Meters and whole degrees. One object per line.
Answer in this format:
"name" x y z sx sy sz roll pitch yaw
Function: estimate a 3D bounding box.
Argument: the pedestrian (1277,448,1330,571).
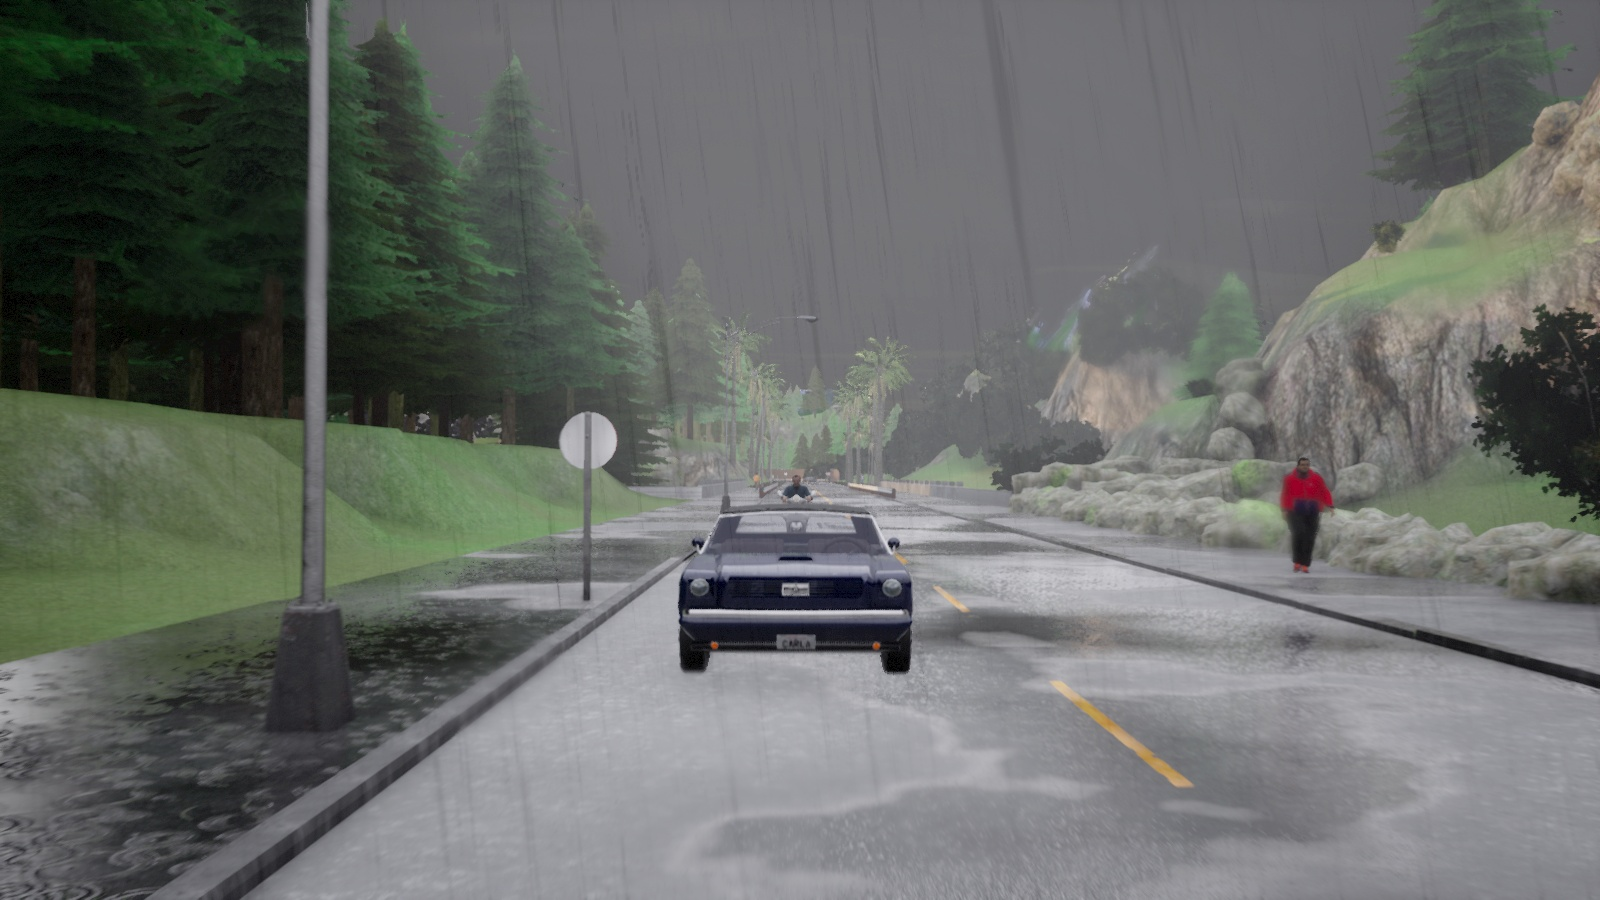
"pedestrian" 7.705 0.898 19.234 0.634 1.844 0.899 -1 -1 16

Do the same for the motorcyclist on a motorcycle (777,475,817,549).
"motorcyclist on a motorcycle" -0.070 1.355 28.065 0.866 1.590 1.817 0 -1 0

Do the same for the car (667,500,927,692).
"car" -0.028 1.160 11.550 1.895 1.301 4.718 0 -1 0
